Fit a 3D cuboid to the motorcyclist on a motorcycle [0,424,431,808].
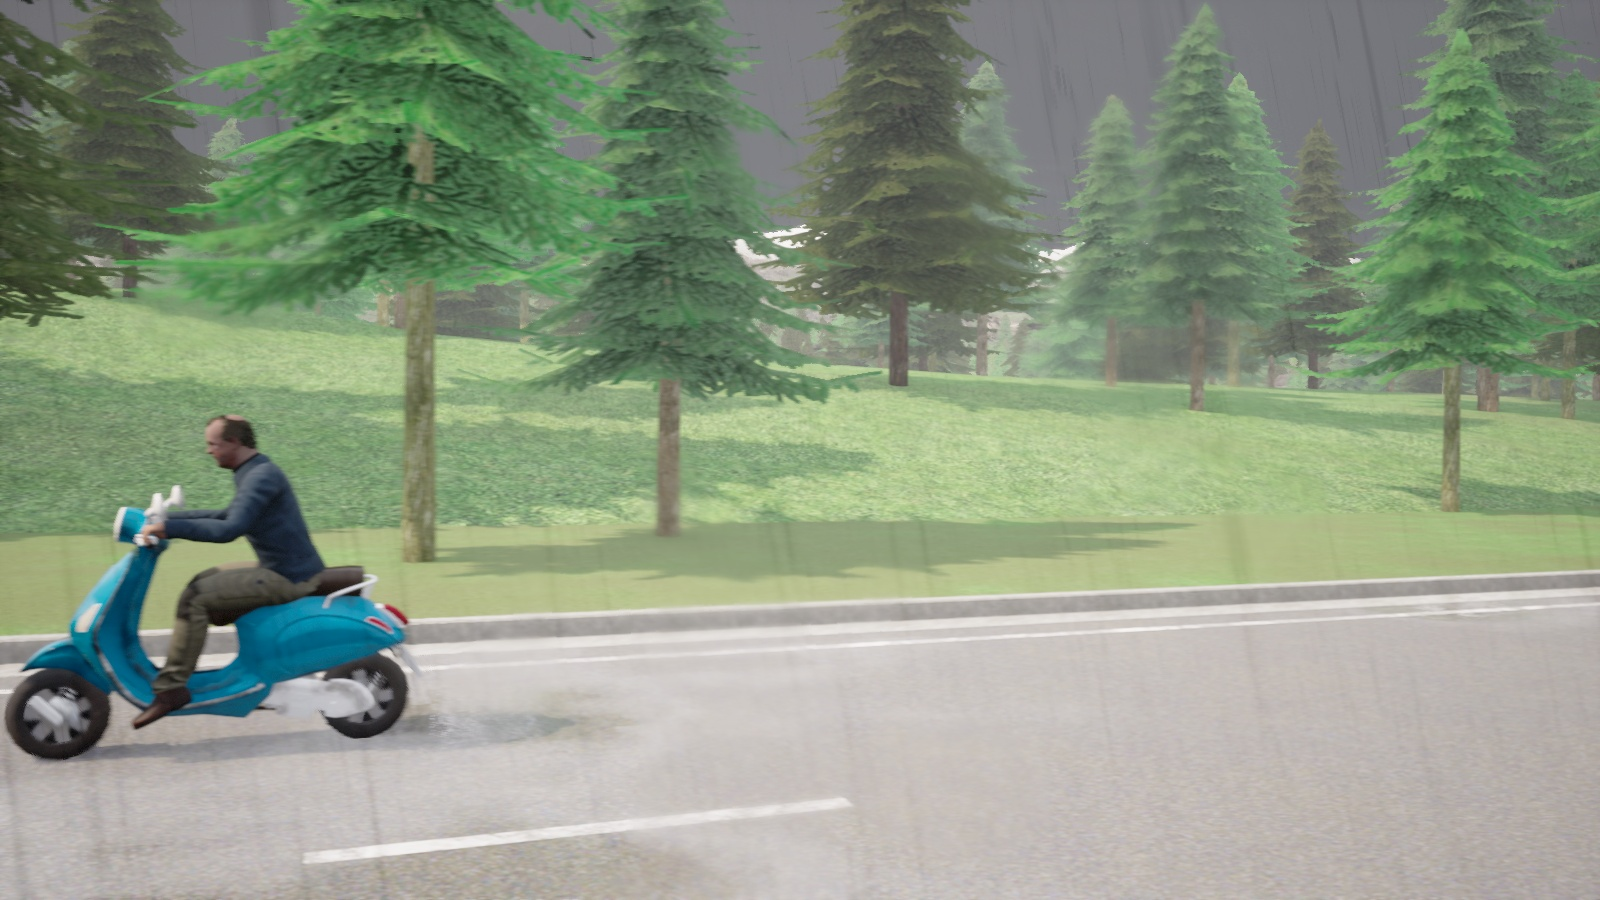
[{"bbox_3d":[-2.736,0.684,5.943,1.817,1.590,0.866,-1,1,-21],"label":"motorcyclist on a motorcycle"}]
